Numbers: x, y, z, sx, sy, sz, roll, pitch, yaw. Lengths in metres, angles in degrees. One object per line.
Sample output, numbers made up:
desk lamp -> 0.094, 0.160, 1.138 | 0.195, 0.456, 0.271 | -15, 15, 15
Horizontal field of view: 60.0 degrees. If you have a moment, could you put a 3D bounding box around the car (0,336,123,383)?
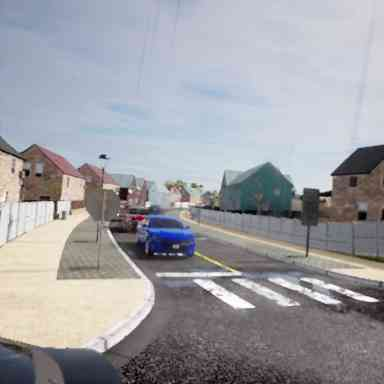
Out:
car -> -2.617, 1.475, 1.101 | 4.892, 1.490, 1.837 | 1, -1, -25

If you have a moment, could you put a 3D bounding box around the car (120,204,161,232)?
car -> -3.823, 1.863, 23.479 | 2.097, 1.767, 4.553 | 4, -2, -14

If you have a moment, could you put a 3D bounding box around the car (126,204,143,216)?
car -> -8.483, 2.644, 49.618 | 2.033, 1.411, 5.357 | 4, -2, -5

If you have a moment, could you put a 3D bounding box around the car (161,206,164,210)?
car -> -5.550, 2.671, 50.252 | 2.097, 1.767, 4.553 | 4, -2, -5

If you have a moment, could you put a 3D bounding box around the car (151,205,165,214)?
car -> -6.116, 3.145, 60.355 | 1.994, 1.385, 4.181 | 4, -2, -2

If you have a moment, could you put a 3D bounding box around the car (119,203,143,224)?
car -> -6.080, 2.080, 33.245 | 2.097, 1.767, 4.553 | 4, -2, -11

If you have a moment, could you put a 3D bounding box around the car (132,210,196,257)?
car -> -1.280, 1.803, 14.680 | 1.882, 1.535, 5.008 | 5, -2, -16
